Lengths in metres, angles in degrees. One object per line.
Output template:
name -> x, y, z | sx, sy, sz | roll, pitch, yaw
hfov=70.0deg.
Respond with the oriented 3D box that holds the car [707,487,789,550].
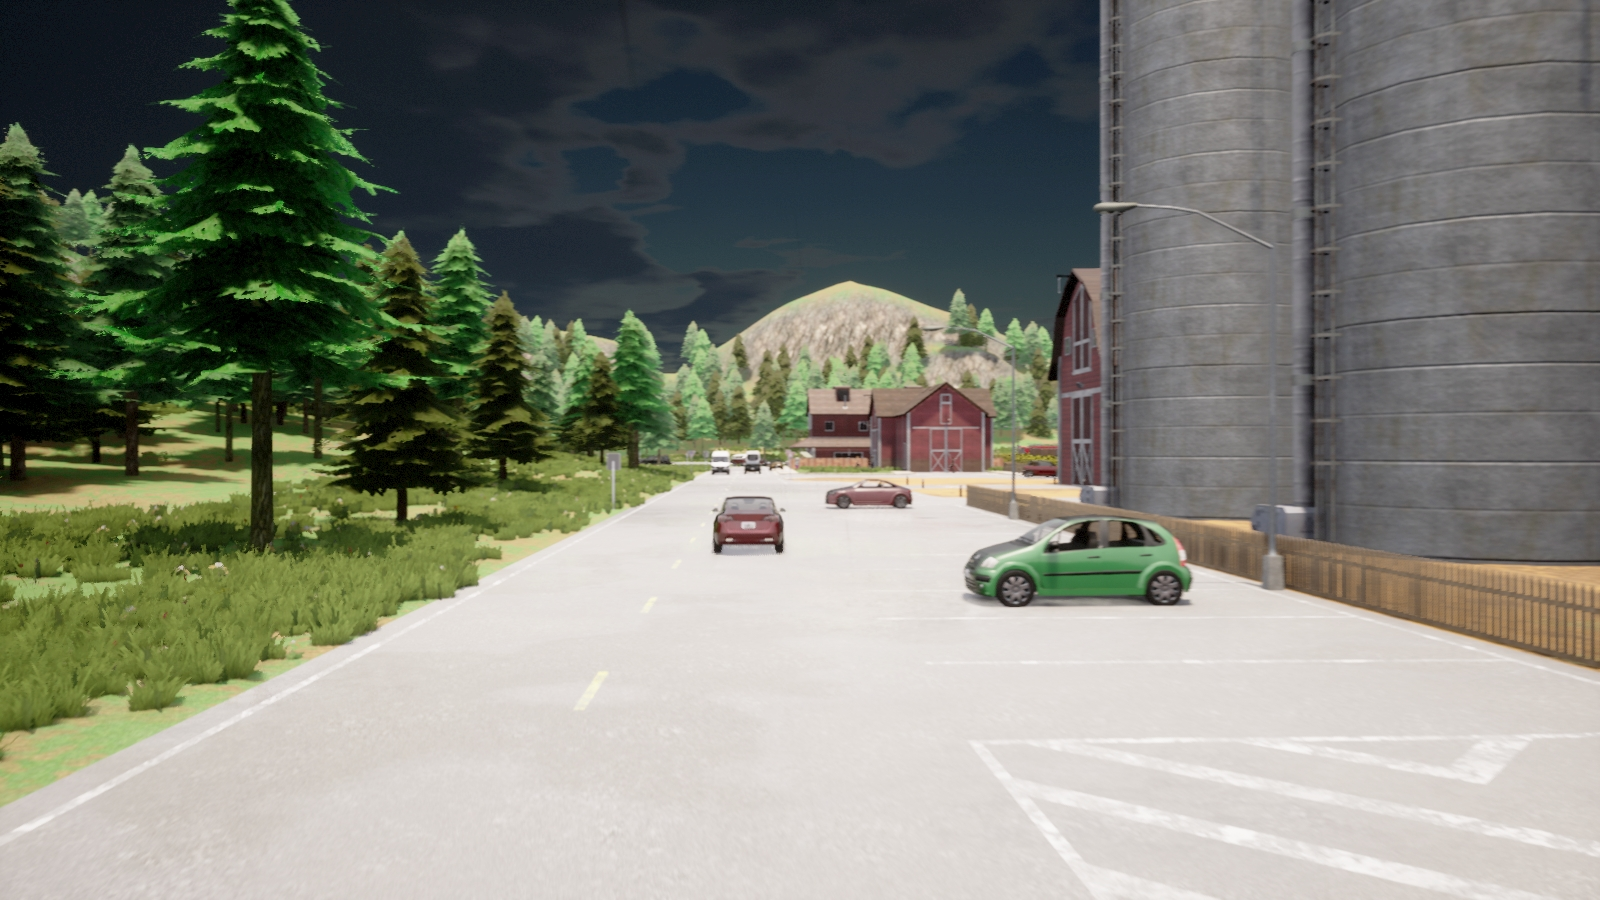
car -> -1.458, 1.895, 32.616 | 2.163, 1.488, 4.792 | 0, 0, -2
